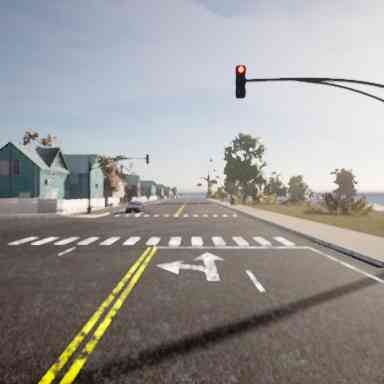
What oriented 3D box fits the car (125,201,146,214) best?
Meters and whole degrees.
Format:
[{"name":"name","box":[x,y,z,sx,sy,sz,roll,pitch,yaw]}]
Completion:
[{"name":"car","box":[-6.500,1.773,38.922,2.033,1.411,5.357,0,0,0]}]
